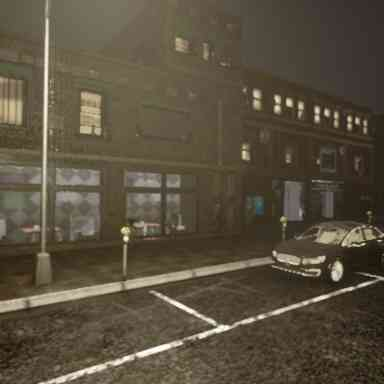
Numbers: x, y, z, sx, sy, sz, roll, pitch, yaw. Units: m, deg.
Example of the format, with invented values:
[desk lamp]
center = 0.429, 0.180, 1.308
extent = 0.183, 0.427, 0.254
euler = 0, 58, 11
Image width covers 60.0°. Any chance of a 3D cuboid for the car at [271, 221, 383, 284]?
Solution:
[car]
center = 4.141, 1.553, 9.495
extent = 4.403, 1.369, 2.008
euler = 0, 1, -35
